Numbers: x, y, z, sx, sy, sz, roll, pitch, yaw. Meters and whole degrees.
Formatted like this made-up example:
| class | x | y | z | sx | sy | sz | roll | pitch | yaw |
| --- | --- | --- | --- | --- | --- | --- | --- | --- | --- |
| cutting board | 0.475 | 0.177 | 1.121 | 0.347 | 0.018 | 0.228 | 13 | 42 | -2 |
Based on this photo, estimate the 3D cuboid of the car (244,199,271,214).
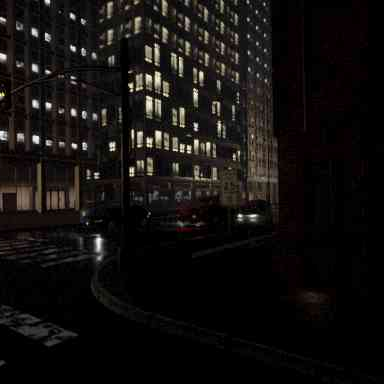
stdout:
| class | x | y | z | sx | sy | sz | roll | pitch | yaw |
| --- | --- | --- | --- | --- | --- | --- | --- | --- | --- |
| car | 7.261 | 1.584 | 37.477 | 1.882 | 1.535 | 5.008 | -1 | -1 | 36 |

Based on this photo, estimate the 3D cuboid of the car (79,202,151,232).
| class | x | y | z | sx | sy | sz | roll | pitch | yaw |
| --- | --- | --- | --- | --- | --- | --- | --- | --- | --- |
| car | -4.633 | 1.571 | 20.925 | 1.837 | 1.490 | 4.892 | -1 | -1 | 33 |

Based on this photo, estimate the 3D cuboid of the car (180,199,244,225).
| class | x | y | z | sx | sy | sz | roll | pitch | yaw |
| --- | --- | --- | --- | --- | --- | --- | --- | --- | --- |
| car | 1.586 | 1.492 | 24.073 | 1.882 | 1.535 | 5.008 | -1 | -1 | 36 |

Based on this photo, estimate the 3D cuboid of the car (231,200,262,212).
| class | x | y | z | sx | sy | sz | roll | pitch | yaw |
| --- | --- | --- | --- | --- | --- | --- | --- | --- | --- |
| car | 6.851 | 1.689 | 41.370 | 1.752 | 1.417 | 4.829 | -2 | -1 | 36 |

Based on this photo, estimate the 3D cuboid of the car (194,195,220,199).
| class | x | y | z | sx | sy | sz | roll | pitch | yaw |
| --- | --- | --- | --- | --- | --- | --- | --- | --- | --- |
| car | 1.256 | 1.307 | 29.115 | 2.150 | 2.045 | 5.566 | -1 | -1 | 36 |

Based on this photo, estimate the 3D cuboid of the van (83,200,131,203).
| class | x | y | z | sx | sy | sz | roll | pitch | yaw |
| --- | --- | --- | --- | --- | --- | --- | --- | --- | --- |
| van | -5.979 | 1.460 | 23.458 | 1.690 | 1.788 | 3.998 | -2 | -1 | 36 |
